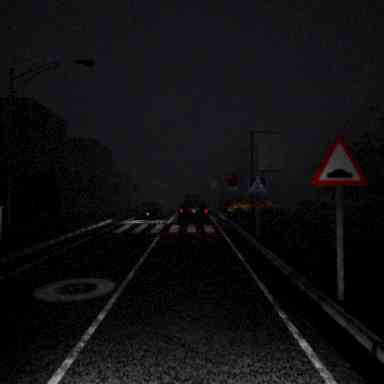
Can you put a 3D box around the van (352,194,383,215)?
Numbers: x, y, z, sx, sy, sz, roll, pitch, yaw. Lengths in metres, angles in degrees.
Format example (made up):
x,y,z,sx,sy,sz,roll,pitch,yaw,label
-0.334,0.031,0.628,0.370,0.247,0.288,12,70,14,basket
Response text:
x,y,z,sx,sy,sz,roll,pitch,yaw,label
18.462,1.184,32.348,4.442,1.987,1.878,0,-1,0,van

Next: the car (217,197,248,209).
x,y,z,sx,sy,sz,roll,pitch,yaw,label
6.175,1.634,51.005,4.553,1.767,2.185,0,-1,-1,car

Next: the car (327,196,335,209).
x,y,z,sx,sy,sz,roll,pitch,yaw,label
18.726,1.477,37.802,5.366,1.575,1.946,0,-1,0,car

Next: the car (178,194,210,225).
x,y,z,sx,sy,sz,roll,pitch,yaw,label
0.106,1.238,23.257,2.097,1.767,4.553,0,0,0,car

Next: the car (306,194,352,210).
x,y,z,sx,sy,sz,roll,pitch,yaw,label
18.471,1.330,43.521,5.566,2.045,2.435,0,-1,-1,car

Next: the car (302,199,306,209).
x,y,z,sx,sy,sz,roll,pitch,yaw,label
18.461,1.647,46.308,4.892,1.521,2.231,0,-1,-1,car

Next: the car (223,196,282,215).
x,y,z,sx,sy,sz,roll,pitch,yaw,label
6.122,1.411,32.906,5.366,1.575,1.946,0,-1,0,car

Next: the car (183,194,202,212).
x,y,z,sx,sy,sz,roll,pitch,yaw,label
0.094,1.276,40.343,2.150,2.045,5.566,0,-1,0,car

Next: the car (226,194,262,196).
x,y,z,sx,sy,sz,roll,pitch,yaw,label
6.317,1.323,35.826,4.553,1.767,2.185,0,-1,0,car

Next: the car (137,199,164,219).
x,y,z,sx,sy,sz,roll,pitch,yaw,label
-3.343,1.385,27.384,1.837,1.490,4.892,0,1,0,car

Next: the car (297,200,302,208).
x,y,z,sx,sy,sz,roll,pitch,yaw,label
18.408,1.460,48.982,5.566,2.045,2.435,0,-1,-1,car

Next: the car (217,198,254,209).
x,y,z,sx,sy,sz,roll,pitch,yaw,label
6.184,1.684,47.967,5.008,1.535,2.097,0,-1,-1,car

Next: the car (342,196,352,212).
x,y,z,sx,sy,sz,roll,pitch,yaw,label
18.744,1.439,35.141,5.366,1.575,1.946,0,-1,0,car

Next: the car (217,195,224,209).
x,y,z,sx,sy,sz,roll,pitch,yaw,label
6.242,1.362,45.056,5.566,2.045,2.435,0,-1,-1,car
